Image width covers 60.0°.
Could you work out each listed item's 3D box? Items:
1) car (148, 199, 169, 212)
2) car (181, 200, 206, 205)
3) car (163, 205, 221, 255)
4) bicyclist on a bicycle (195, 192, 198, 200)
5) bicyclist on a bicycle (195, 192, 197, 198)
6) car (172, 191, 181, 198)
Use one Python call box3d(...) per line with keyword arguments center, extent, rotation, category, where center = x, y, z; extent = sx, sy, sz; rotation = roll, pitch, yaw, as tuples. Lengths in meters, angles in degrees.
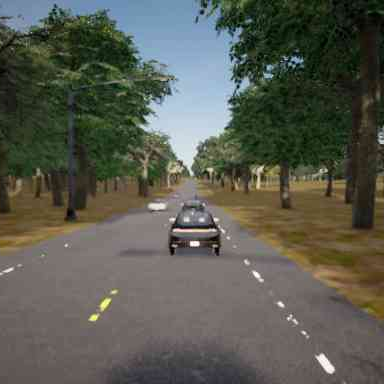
box3d(center=(-3.592, 1.446, 36.033), extent=(1.895, 1.301, 4.718), rotation=(0, 1, 0), category="car")
box3d(center=(0.095, 1.417, 28.749), extent=(1.837, 1.490, 4.892), rotation=(0, 0, 0), category="car")
box3d(center=(0.094, 1.483, 13.338), extent=(2.128, 1.511, 4.902), rotation=(0, 0, 0), category="car")
box3d(center=(0.964, 0.851, 72.476), extent=(0.866, 1.612, 1.509), rotation=(0, 1, 0), category="bicyclist on a bicycle")
box3d(center=(0.967, 0.702, 81.475), extent=(0.582, 1.620, 1.656), rotation=(0, 1, 0), category="bicyclist on a bicycle")
box3d(center=(-3.494, 0.524, 76.795), extent=(1.837, 1.490, 4.892), rotation=(0, 1, 0), category="car")
